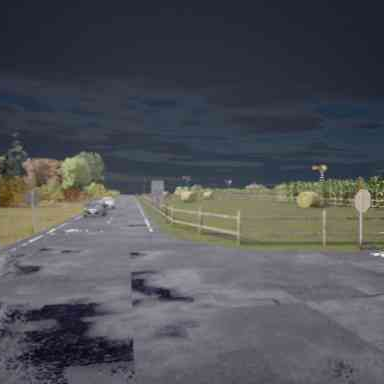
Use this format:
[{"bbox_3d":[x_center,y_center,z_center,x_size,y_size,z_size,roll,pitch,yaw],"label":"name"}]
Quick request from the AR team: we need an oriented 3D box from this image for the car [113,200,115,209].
[{"bbox_3d":[-10.912,1.411,42.913,1.812,1.442,4.674,0,0,-10],"label":"car"}]

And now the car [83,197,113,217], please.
[{"bbox_3d":[-8.520,1.402,29.631,2.128,1.511,4.902,0,0,-10],"label":"car"}]
